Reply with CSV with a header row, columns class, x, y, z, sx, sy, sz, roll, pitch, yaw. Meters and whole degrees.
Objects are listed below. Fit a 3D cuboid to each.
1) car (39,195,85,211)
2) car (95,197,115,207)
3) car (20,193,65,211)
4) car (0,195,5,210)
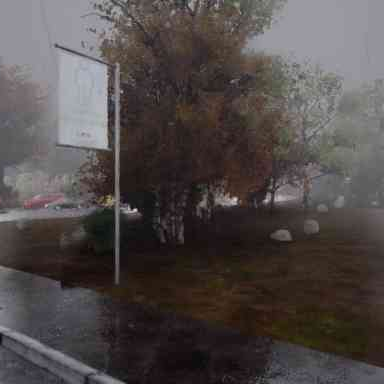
class,x,y,z,sx,sy,sz,roll,pitch,yaw
car,-15.435,1.480,40.550,2.128,1.511,4.902,0,0,38
car,-12.321,1.434,50.203,1.882,1.535,5.008,0,0,38
car,-18.621,1.211,42.159,2.150,2.045,5.566,0,0,38
car,-21.618,1.221,32.802,2.150,2.045,5.566,0,0,39
